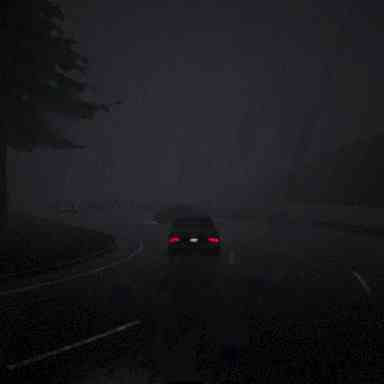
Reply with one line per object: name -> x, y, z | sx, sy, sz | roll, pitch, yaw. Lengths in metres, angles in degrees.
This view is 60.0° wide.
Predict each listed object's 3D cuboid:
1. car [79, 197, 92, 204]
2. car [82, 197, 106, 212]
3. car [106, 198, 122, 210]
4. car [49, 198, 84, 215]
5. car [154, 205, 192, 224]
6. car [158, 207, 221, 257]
car -> -20.869, 1.600, 65.271 | 1.895, 1.301, 4.718 | 0, 0, -25
car -> -11.644, 1.525, 38.146 | 1.812, 1.442, 4.674 | 0, 0, -30
car -> -10.583, 1.504, 43.476 | 1.837, 1.490, 4.892 | 0, 0, -28
car -> -12.893, 1.546, 33.393 | 2.033, 1.411, 5.357 | 0, 0, -33
car -> -0.865, 1.563, 22.801 | 1.994, 1.385, 4.181 | 0, 0, -36
car -> 0.041, 1.547, 12.819 | 2.033, 1.411, 5.357 | 0, 0, 0
